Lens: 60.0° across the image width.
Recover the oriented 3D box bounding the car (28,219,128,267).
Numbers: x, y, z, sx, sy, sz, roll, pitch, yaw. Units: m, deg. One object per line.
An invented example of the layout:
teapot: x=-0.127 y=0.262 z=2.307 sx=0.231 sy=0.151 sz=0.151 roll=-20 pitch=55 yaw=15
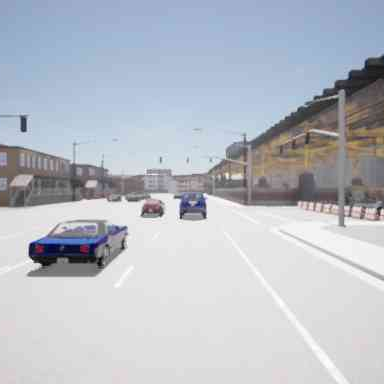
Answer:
car: x=-3.418 y=1.530 z=11.065 sx=1.895 sy=1.301 sz=4.718 roll=0 pitch=0 yaw=0

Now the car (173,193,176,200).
car: x=-3.481 y=1.043 z=78.561 sx=2.033 sy=1.411 sz=5.357 roll=0 pitch=0 yaw=0

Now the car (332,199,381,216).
car: x=15.952 y=1.261 z=30.356 sx=2.038 sy=1.542 sz=4.974 roll=0 pitch=0 yaw=-36

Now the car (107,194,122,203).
car: x=-14.017 y=1.112 z=60.080 sx=2.128 sy=1.511 sz=4.902 roll=0 pitch=0 yaw=1

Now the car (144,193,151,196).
car: x=-10.482 y=1.021 z=75.713 sx=1.837 sy=1.490 sz=4.892 roll=0 pitch=0 yaw=0

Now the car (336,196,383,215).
car: x=15.983 y=1.103 z=30.313 sx=1.853 sy=1.218 sz=4.536 roll=0 pitch=0 yaw=-36

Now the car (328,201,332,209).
car: x=15.942 y=1.232 z=34.964 sx=2.038 sy=1.542 sz=4.974 roll=0 pitch=0 yaw=44

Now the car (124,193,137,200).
car: x=-13.982 y=1.046 z=75.725 sx=2.128 sy=1.511 sz=4.902 roll=0 pitch=0 yaw=0

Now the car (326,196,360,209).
car: x=15.978 y=1.074 z=35.001 sx=1.853 sy=1.218 sz=4.536 roll=0 pitch=0 yaw=44

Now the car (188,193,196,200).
car: x=0.019 y=1.051 z=79.185 sx=1.994 sy=1.385 sz=4.181 roll=0 pitch=0 yaw=0

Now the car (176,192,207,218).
car: x=0.091 y=1.044 z=27.925 sx=2.150 sy=2.045 sz=5.566 roll=0 pitch=0 yaw=0

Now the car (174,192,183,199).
car: x=-3.479 y=0.786 z=87.868 sx=2.097 sy=1.767 sz=4.553 roll=0 pitch=0 yaw=0

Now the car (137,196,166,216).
car: x=-3.412 y=1.337 z=29.809 sx=1.812 sy=1.442 sz=4.674 roll=0 pitch=0 yaw=0

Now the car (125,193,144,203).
car: x=-10.520 y=1.098 z=60.067 sx=1.882 sy=1.535 sz=5.008 roll=0 pitch=0 yaw=1
